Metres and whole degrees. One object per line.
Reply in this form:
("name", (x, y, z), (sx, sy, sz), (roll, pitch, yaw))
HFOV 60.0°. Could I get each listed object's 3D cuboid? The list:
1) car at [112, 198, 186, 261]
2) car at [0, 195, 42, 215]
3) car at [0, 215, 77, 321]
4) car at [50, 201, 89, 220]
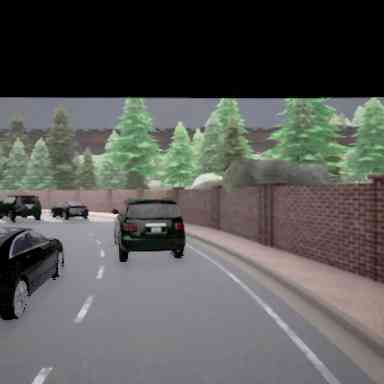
("car", (-1.796, 1.244, 12.752), (2.150, 2.045, 5.566), (0, 0, -15))
("car", (-14.145, 1.270, 27.172), (2.150, 2.045, 5.566), (0, 0, -43))
("car", (-4.142, 1.504, 7.163), (2.128, 1.511, 4.902), (0, 0, -8))
("car", (-10.418, 1.540, 28.104), (2.128, 1.511, 4.902), (0, 0, -41))
